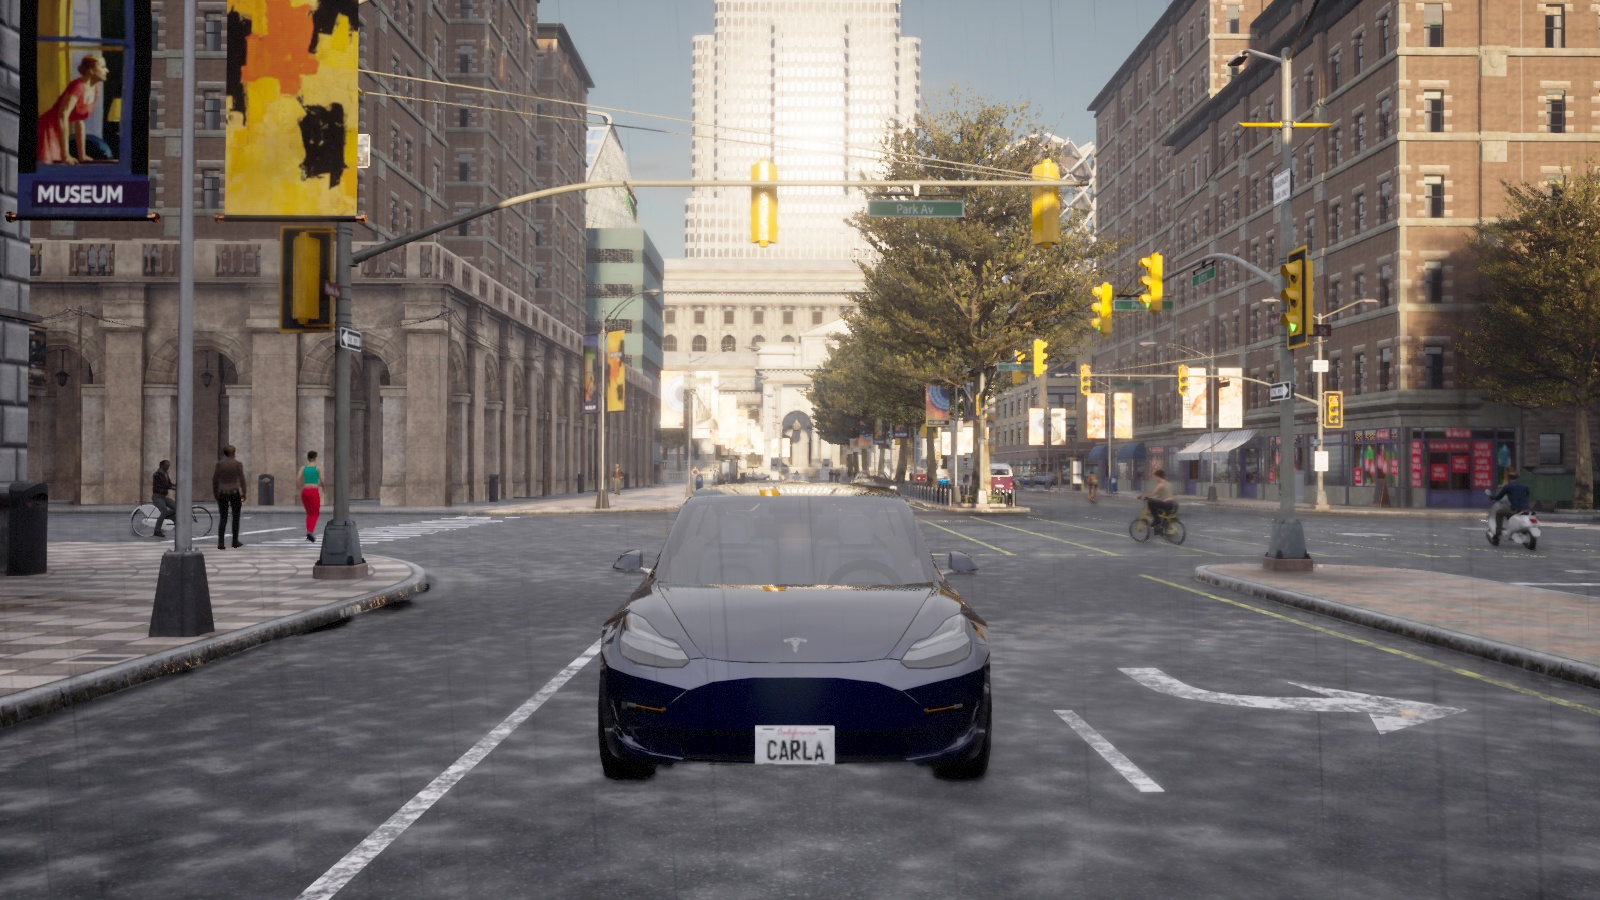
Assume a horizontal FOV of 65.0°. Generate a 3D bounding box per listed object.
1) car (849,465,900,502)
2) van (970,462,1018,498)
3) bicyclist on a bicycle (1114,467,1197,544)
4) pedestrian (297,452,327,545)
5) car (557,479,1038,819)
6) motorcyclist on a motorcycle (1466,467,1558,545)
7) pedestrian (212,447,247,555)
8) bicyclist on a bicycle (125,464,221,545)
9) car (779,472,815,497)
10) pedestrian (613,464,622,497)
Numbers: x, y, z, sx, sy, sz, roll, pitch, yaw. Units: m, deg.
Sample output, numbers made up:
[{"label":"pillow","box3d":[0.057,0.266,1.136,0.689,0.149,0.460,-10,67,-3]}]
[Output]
[{"label":"car","box3d":[3.435,1.566,58.898,2.152,1.651,5.027,0,-1,1]},{"label":"van","box3d":[11.322,1.726,73.612,2.069,2.038,4.480,0,-1,0]},{"label":"bicyclist on a bicycle","box3d":[7.730,1.179,27.356,0.866,1.612,1.509,-1,0,-36]},{"label":"pedestrian","box3d":[-9.838,0.972,25.349,0.345,1.836,0.594,0,-1,3]},{"label":"car","box3d":[-0.020,0.950,8.059,2.163,1.488,4.792,0,-1,0]},{"label":"motorcyclist on a motorcycle","box3d":[14.936,1.151,26.404,0.866,1.590,1.817,0,-1,0]},{"label":"pedestrian","box3d":[-9.950,0.878,21.896,0.331,1.846,0.634,0,-1,-2]},{"label":"bicyclist on a bicycle","box3d":[-14.120,1.216,28.301,1.843,1.776,0.659,0,-1,0]},{"label":"car","box3d":[-0.190,2.138,78.942,2.163,1.488,4.792,0,-1,0]},{"label":"pedestrian","box3d":[-10.212,1.688,70.214,0.376,1.854,0.720,0,-1,0]}]
